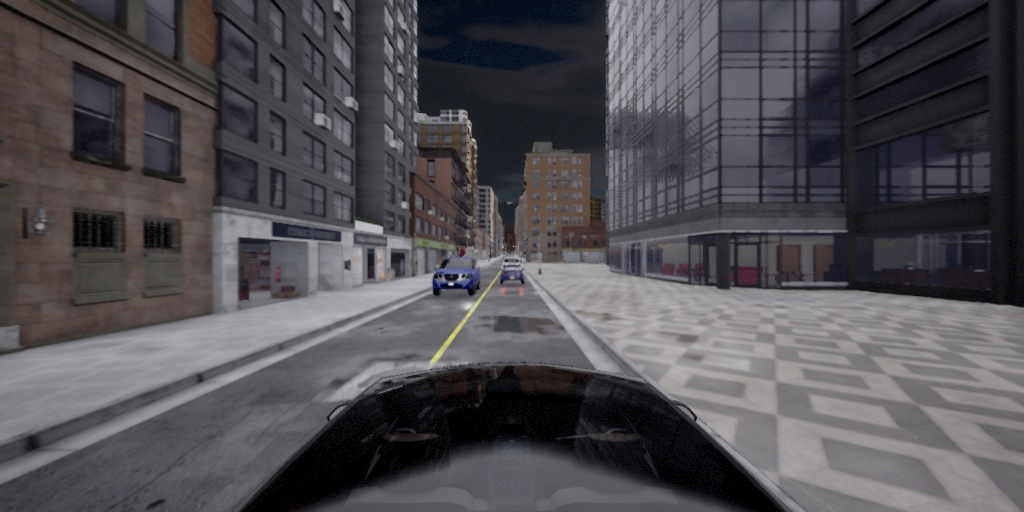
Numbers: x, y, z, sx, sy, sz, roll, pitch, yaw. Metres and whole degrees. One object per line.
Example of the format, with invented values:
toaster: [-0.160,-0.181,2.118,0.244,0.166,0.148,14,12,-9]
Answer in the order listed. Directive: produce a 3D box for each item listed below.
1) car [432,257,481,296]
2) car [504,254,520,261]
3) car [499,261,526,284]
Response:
car: [-3.021,1.056,20.584,2.150,2.045,5.566,0,0,0]
car: [-0.018,1.117,41.081,2.150,2.045,5.566,0,0,0]
car: [0.022,1.407,28.581,1.812,1.442,4.674,0,0,0]
